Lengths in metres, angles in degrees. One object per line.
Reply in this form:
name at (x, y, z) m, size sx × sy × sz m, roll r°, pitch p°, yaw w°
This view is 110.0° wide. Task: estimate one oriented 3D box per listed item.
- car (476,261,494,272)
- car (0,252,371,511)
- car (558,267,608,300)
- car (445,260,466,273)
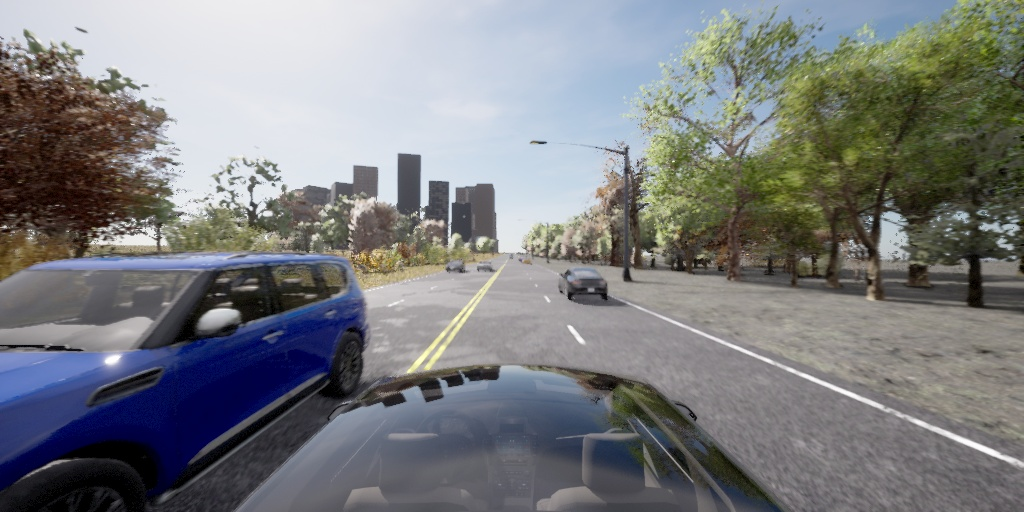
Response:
car at (-3.331, 1.270, 44.684) m, size 1.895 × 1.301 × 4.718 m, roll 0°, pitch 0°, yaw 0°
car at (-3.350, 0.970, 3.573) m, size 2.150 × 2.045 × 5.566 m, roll 0°, pitch 0°, yaw 0°
car at (3.347, 1.254, 17.430) m, size 1.812 × 1.442 × 4.674 m, roll 0°, pitch 0°, yaw 0°
car at (-6.583, 1.167, 42.187) m, size 2.128 × 1.511 × 4.902 m, roll 0°, pitch 0°, yaw 0°
